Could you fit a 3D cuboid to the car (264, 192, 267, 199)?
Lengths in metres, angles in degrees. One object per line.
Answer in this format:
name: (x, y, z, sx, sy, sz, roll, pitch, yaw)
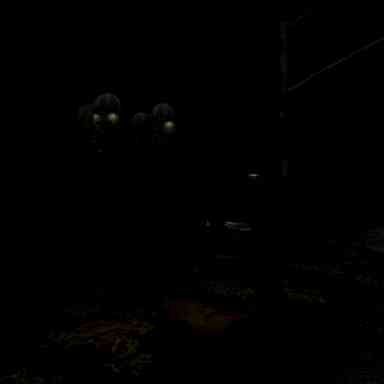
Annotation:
car: (19.825, 0.990, 87.150, 1.905, 1.878, 3.866, 6, 3, 11)
